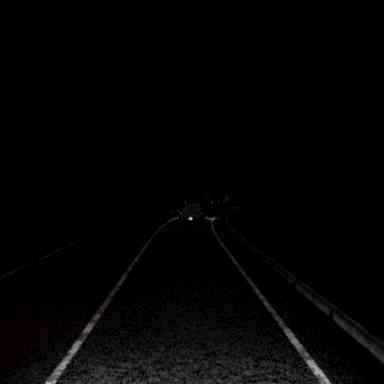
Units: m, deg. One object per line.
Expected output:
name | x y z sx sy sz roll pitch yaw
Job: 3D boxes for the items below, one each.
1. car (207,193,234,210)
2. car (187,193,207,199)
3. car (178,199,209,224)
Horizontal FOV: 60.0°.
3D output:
car | 3.821 1.232 41.691 2.097 1.767 4.553 -2 0 19
car | 0.830 1.219 43.733 2.150 2.045 5.566 -2 -1 21
car | 0.079 1.506 24.234 1.812 1.442 4.674 -1 0 4
